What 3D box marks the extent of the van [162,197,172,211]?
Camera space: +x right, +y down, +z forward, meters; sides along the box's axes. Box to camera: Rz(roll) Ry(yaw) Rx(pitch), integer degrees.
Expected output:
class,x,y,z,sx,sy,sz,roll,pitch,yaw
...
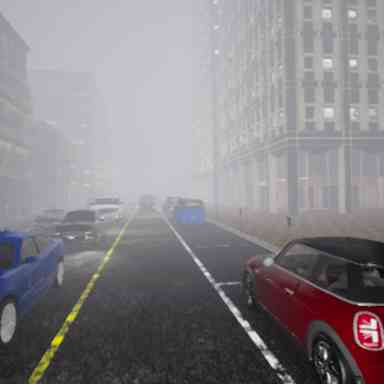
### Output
class,x,y,z,sx,sy,sz,roll,pitch,yaw
van,-1.746,1.362,33.136,1.690,1.788,3.998,-1,0,-8

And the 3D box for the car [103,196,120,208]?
class,x,y,z,sx,sy,sz,roll,pitch,yaw
car,-13.155,1.569,54.362,2.192,1.841,5.009,-1,0,-8

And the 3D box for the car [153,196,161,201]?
class,x,y,z,sx,sy,sz,roll,pitch,yaw
car,-9.514,1.757,89.083,1.947,1.339,4.313,-1,0,-8

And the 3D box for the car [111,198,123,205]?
class,x,y,z,sx,sy,sz,roll,pitch,yaw
car,-14.704,1.853,65.552,1.947,1.339,4.313,-1,0,-8

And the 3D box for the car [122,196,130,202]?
class,x,y,z,sx,sy,sz,roll,pitch,yaw
car,-18.591,1.926,93.526,1.887,1.381,4.507,-1,0,-8

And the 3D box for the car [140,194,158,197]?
class,x,y,z,sx,sy,sz,roll,pitch,yaw
car,-6.349,1.337,46.744,2.150,2.045,5.566,-1,0,-8

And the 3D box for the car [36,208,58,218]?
class,x,y,z,sx,sy,sz,roll,pitch,yaw
car,-8.486,1.713,20.793,2.008,1.369,4.403,-1,0,-8

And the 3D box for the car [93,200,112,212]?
class,x,y,z,sx,sy,sz,roll,pitch,yaw
car,-11.595,1.804,43.172,1.802,1.307,4.206,-1,0,-8

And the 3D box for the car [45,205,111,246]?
class,x,y,z,sx,sy,sz,roll,pitch,yaw
car,-5.179,1.602,15.807,1.837,1.490,4.892,-1,0,-8

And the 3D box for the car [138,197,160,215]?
class,x,y,z,sx,sy,sz,roll,pitch,yaw
car,-4.762,1.630,35.680,2.033,1.411,5.357,-1,0,-7

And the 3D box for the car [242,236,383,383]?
class,x,y,z,sx,sy,sz,roll,pitch,yaw
car,2.143,1.393,5.161,1.967,1.590,4.097,-1,0,-8

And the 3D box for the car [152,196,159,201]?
class,x,y,z,sx,sy,sz,roll,pitch,yaw
car,-10.292,1.793,94.679,1.802,1.307,4.206,-1,0,-8

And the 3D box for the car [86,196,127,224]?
class,x,y,z,sx,sy,sz,roll,pitch,yaw
car,-6.637,1.344,26.348,2.150,2.045,5.566,-1,0,-7

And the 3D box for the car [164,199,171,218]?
class,x,y,z,sx,sy,sz,roll,pitch,yaw
car,-0.964,1.557,27.541,2.008,1.369,4.403,-1,0,-8

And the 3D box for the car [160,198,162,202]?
class,x,y,z,sx,sy,sz,roll,pitch,yaw
car,-2.519,1.602,38.730,1.947,1.339,4.313,-1,0,-8

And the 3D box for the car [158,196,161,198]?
class,x,y,z,sx,sy,sz,roll,pitch,yaw
car,-7.960,1.734,77.894,1.802,1.307,4.206,-1,0,-8

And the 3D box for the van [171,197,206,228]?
class,x,y,z,sx,sy,sz,roll,pitch,yaw
van,-0.191,1.333,21.946,1.690,1.788,3.998,-1,0,-8

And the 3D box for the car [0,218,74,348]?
class,x,y,z,sx,sy,sz,roll,pitch,yaw
car,-3.882,1.553,6.451,1.882,1.535,5.008,-1,0,-8

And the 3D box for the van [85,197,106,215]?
class,x,y,z,sx,sy,sz,roll,pitch,yaw
van,-10.822,1.547,37.577,1.690,1.788,3.998,-1,0,-8
